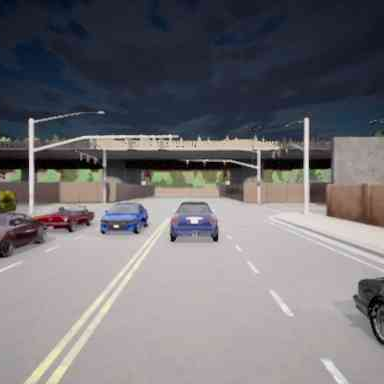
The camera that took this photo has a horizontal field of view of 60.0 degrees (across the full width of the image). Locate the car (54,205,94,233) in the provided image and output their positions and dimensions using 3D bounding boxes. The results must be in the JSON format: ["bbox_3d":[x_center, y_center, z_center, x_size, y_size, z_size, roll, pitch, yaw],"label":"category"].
[{"bbox_3d":[-6.998,1.430,18.683,1.895,1.301,4.718,0,1,0],"label":"car"}]

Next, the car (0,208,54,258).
[{"bbox_3d":[-7.003,1.453,12.111,1.994,1.385,4.181,0,1,0],"label":"car"}]

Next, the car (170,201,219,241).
[{"bbox_3d":[0.102,1.208,15.910,2.097,1.767,4.553,0,1,0],"label":"car"}]

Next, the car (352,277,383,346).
[{"bbox_3d":[3.601,1.519,3.087,2.033,1.411,5.357,0,1,0],"label":"car"}]

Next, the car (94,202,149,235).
[{"bbox_3d":[-3.505,1.316,17.956,1.882,1.535,5.008,0,0,0],"label":"car"}]
